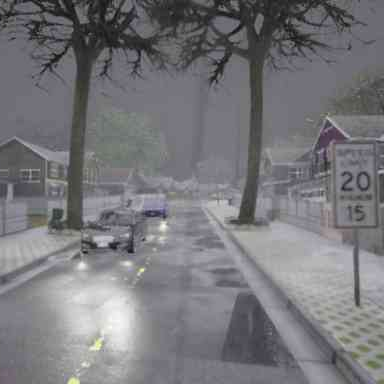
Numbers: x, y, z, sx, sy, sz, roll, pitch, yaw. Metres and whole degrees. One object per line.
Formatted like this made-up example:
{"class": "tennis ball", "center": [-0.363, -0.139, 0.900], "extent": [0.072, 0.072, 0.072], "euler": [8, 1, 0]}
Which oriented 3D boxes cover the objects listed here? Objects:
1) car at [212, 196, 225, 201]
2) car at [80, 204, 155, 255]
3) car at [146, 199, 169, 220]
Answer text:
{"class": "car", "center": [6.751, 1.608, 88.944], "extent": [1.895, 1.301, 4.718], "euler": [-1, -1, 18]}
{"class": "car", "center": [-2.895, 1.430, 13.190], "extent": [2.128, 1.511, 4.902], "euler": [0, 0, 0]}
{"class": "car", "center": [-2.914, 1.343, 27.215], "extent": [1.882, 1.535, 5.008], "euler": [0, 1, 0]}
